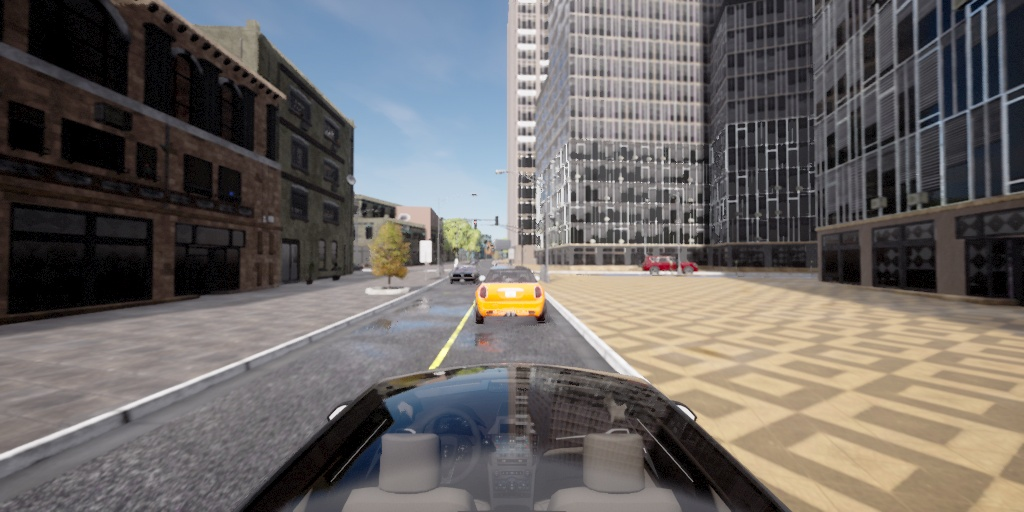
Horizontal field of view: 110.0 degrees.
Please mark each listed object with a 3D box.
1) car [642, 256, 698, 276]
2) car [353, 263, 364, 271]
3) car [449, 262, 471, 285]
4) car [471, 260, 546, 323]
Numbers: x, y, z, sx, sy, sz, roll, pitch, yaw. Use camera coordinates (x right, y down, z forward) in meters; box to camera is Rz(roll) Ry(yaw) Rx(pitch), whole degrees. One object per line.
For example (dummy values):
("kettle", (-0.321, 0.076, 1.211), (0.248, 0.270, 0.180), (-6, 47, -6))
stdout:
("car", (15.262, 0.936, 34.904), (5.009, 1.841, 2.192), (0, 0, 17))
("car", (-21.254, 1.320, 46.207), (4.313, 1.339, 1.948), (0, 0, 17))
("car", (-3.448, 1.356, 26.414), (1.895, 1.301, 4.718), (0, 0, -2))
("car", (-0.079, 1.104, 12.345), (2.097, 1.767, 4.553), (0, 0, -1))
